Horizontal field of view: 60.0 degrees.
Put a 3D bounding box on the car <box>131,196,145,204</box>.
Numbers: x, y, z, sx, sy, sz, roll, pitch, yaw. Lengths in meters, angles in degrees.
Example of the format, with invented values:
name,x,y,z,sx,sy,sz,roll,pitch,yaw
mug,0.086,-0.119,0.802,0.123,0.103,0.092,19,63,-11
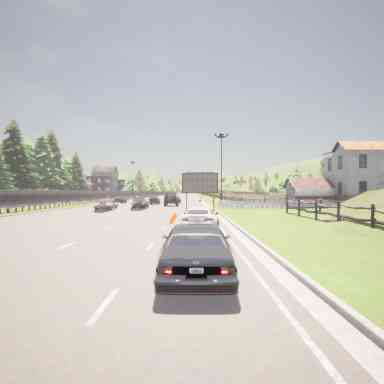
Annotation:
name,x,y,z,sx,sy,sz,roll,pitch,yaw
car,-10.295,1.563,64.139,1.994,1.385,4.181,0,0,0

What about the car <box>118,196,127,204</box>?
name,x,y,z,sx,sy,sz,roll,pitch,yaw
car,-13.795,1.526,63.764,1.812,1.442,4.674,0,0,0

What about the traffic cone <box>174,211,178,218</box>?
name,x,y,z,sx,sy,sz,roll,pitch,yaw
traffic cone,-1.446,1.955,25.203,0.340,0.580,0.340,0,0,0

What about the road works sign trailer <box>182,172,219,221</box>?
name,x,y,z,sx,sy,sz,roll,pitch,yaw
road works sign trailer,0.525,0.464,22.086,2.380,3.560,2.880,0,0,-3

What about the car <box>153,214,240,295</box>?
name,x,y,z,sx,sy,sz,roll,pitch,yaw
car,0.112,1.547,8.846,2.033,1.411,5.357,0,0,1

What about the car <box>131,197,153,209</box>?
name,x,y,z,sx,sy,sz,roll,pitch,yaw
car,-6.825,1.600,44.643,1.895,1.301,4.718,0,0,0

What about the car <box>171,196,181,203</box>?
name,x,y,z,sx,sy,sz,roll,pitch,yaw
car,-3.287,1.564,68.600,1.994,1.385,4.181,0,0,0

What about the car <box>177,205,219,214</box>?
name,x,y,z,sx,sy,sz,roll,pitch,yaw
car,0.472,1.540,18.472,1.812,1.442,4.674,-1,-1,7

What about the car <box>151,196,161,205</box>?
name,x,y,z,sx,sy,sz,roll,pitch,yaw
car,-6.801,1.505,60.280,1.837,1.490,4.892,0,0,0

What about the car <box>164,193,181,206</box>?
name,x,y,z,sx,sy,sz,roll,pitch,yaw
car,-3.312,1.221,53.385,2.150,2.045,5.566,0,0,0

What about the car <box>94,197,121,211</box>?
name,x,y,z,sx,sy,sz,roll,pitch,yaw
car,-10.335,1.600,40.269,1.895,1.301,4.718,0,0,0

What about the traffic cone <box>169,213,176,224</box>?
name,x,y,z,sx,sy,sz,roll,pitch,yaw
traffic cone,-1.449,1.955,23.203,0.340,0.580,0.340,0,0,0
